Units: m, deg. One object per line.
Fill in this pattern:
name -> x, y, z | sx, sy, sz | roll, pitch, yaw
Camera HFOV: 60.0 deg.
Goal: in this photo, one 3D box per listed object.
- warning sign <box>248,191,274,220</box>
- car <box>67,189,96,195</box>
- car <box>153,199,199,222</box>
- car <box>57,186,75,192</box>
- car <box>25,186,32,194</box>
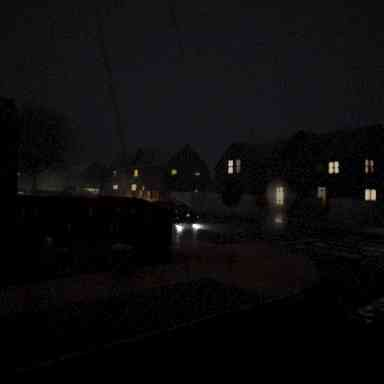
warning sign -> 4.629, 0.863, 22.272 | 1.300, 1.860, 1.060 | 0, 0, -36
car -> -11.406, 0.720, 35.556 | 1.837, 1.490, 4.892 | 1, 1, -35
car -> -1.379, 1.160, 21.478 | 1.994, 1.385, 4.181 | 1, 1, -35
car -> -19.790, 0.082, 52.205 | 2.150, 2.045, 5.566 | 1, 1, -36
car -> -39.594, -0.564, 81.570 | 2.097, 1.767, 4.553 | -1, 2, -36
